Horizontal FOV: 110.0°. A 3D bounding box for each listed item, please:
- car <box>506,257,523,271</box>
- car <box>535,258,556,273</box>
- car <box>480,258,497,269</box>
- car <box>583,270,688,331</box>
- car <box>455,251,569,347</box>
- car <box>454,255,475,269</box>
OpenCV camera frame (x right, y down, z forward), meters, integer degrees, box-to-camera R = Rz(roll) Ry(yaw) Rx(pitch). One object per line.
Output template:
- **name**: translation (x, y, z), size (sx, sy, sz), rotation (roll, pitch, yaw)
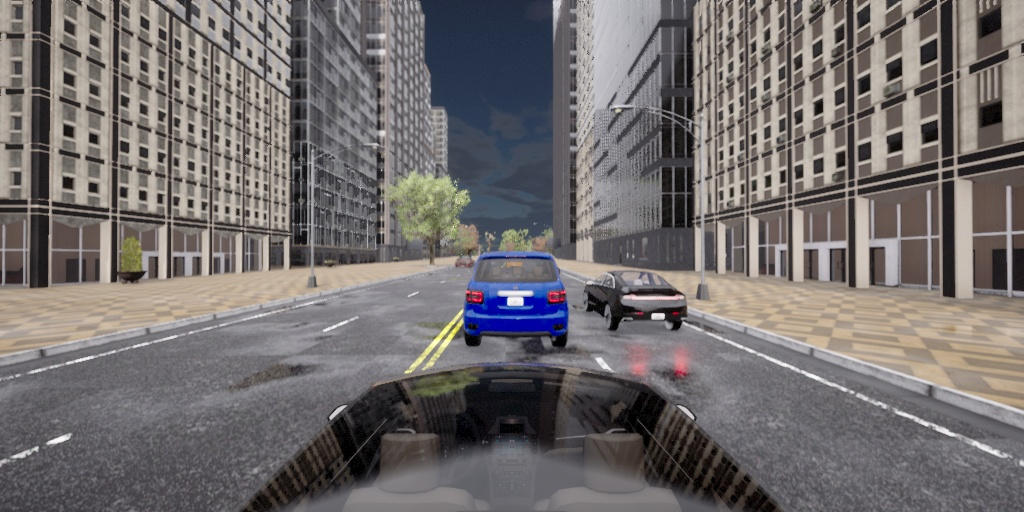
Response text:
- **car**: translation (0.278, 0.880, 42.635), size (1.882, 1.535, 5.008), rotation (0, 0, 0)
- **car**: translation (3.508, 0.942, 38.244), size (1.837, 1.490, 4.892), rotation (0, 0, 0)
- **car**: translation (-3.081, 0.954, 48.432), size (1.895, 1.301, 4.718), rotation (0, 0, 1)
- **car**: translation (3.388, 1.164, 10.708), size (2.128, 1.511, 4.902), rotation (0, 0, 0)
- **car**: translation (0.120, 0.907, 9.269), size (2.150, 2.045, 5.566), rotation (0, 0, 1)
- **car**: translation (-6.337, 0.708, 48.025), size (2.097, 1.767, 4.553), rotation (0, 1, 1)
